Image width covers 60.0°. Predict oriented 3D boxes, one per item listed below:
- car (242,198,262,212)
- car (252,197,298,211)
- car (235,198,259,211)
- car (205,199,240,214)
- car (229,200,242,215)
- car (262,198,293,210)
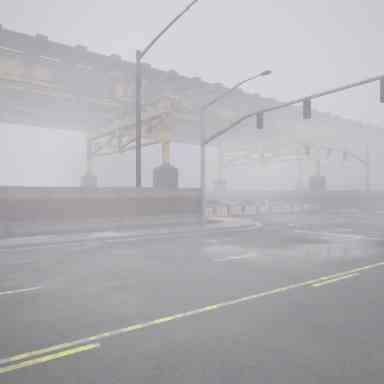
[{"bbox_3d":[6.067,1.453,36.377,2.038,1.542,4.974,0,0,18],"label":"car"},{"bbox_3d":[9.978,1.453,40.136,4.974,1.542,2.038,0,0,-7],"label":"car"},{"bbox_3d":[6.083,1.295,36.427,1.853,1.218,4.536,0,0,18],"label":"car"},{"bbox_3d":[2.270,1.295,33.700,4.536,1.218,1.853,0,0,8],"label":"car"},{"bbox_3d":[2.321,1.453,33.693,4.974,1.542,2.038,0,0,8],"label":"car"},{"bbox_3d":[9.926,1.295,40.130,4.536,1.218,1.853,0,0,-7],"label":"car"}]
